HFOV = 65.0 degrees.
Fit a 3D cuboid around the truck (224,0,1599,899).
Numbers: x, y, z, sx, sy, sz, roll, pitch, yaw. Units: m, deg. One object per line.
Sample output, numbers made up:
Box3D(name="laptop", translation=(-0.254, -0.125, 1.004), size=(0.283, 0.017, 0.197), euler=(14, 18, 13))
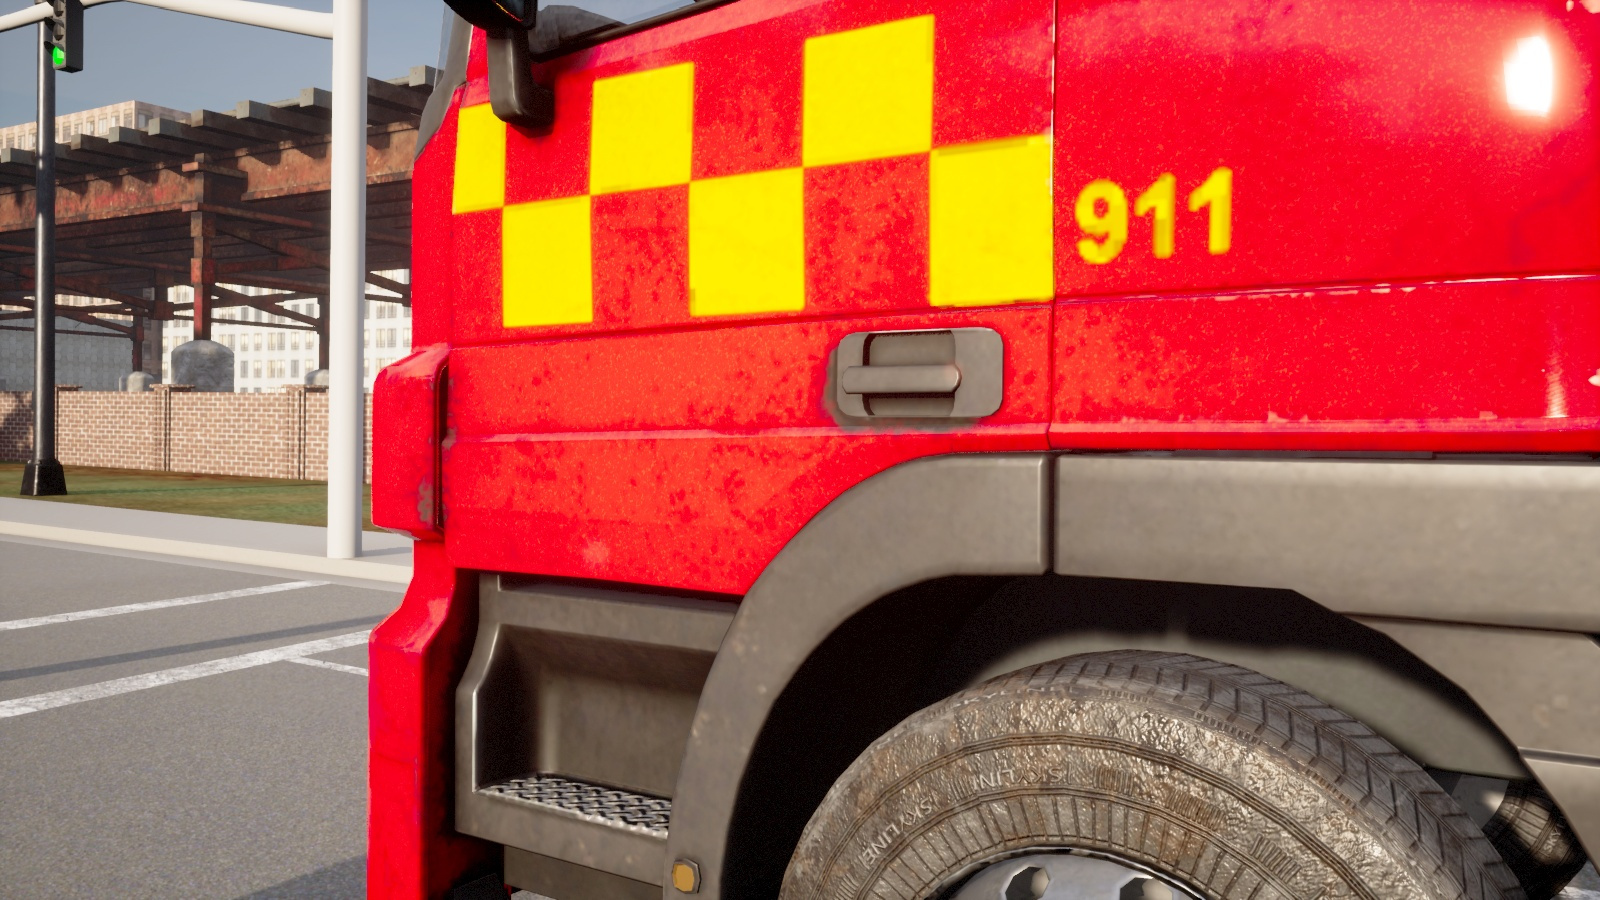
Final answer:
Box3D(name="truck", translation=(3.107, -0.482, 1.535), size=(8.468, 3.827, 2.891), euler=(0, 1, 34))
